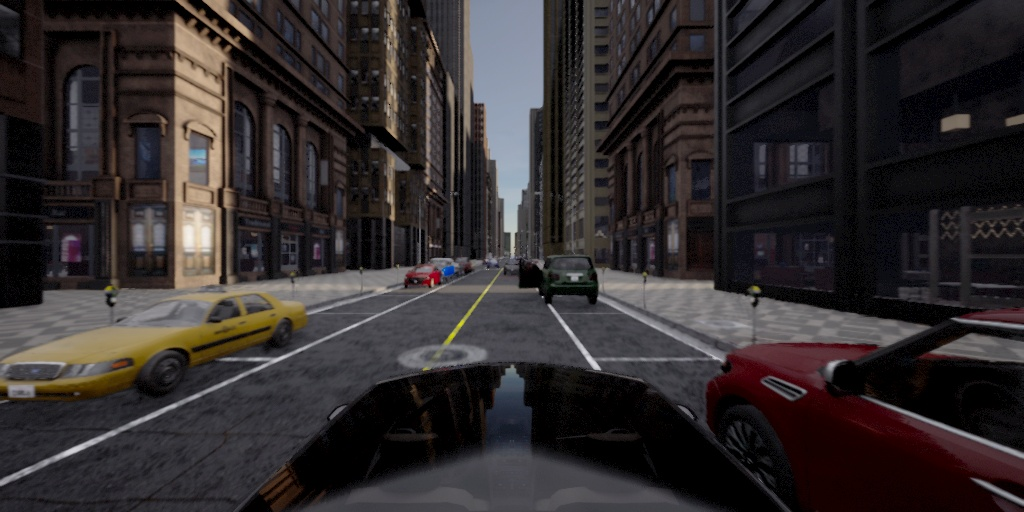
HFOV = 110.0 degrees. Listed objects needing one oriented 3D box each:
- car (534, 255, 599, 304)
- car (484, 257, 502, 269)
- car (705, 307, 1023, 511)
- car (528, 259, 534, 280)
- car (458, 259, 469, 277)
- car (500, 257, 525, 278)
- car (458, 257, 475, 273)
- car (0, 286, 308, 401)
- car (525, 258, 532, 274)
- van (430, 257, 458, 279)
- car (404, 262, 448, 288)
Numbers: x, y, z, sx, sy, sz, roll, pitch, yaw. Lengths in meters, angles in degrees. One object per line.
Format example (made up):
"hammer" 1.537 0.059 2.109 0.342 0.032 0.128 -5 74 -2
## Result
"car" 2.408 0.957 16.425 2.150 2.045 5.566 0 0 0
"car" -2.944 1.234 56.508 1.812 1.442 4.674 0 0 -1
"car" 2.763 1.065 1.173 2.192 1.841 5.009 0 0 0
"car" 2.793 1.248 35.055 1.751 1.417 4.829 0 0 0
"car" -5.732 1.273 34.880 2.007 1.370 4.403 0 0 0
"car" 0.061 1.212 38.546 2.128 1.511 4.902 0 0 1
"car" -5.727 1.033 40.499 2.192 1.841 5.009 0 0 0
"car" -5.757 1.271 6.618 1.751 1.417 4.829 0 0 0
"car" 2.803 1.296 46.123 1.802 1.307 4.207 0 0 0
"van" -5.737 1.068 29.262 1.690 1.789 3.998 0 0 0
"car" -5.742 1.276 23.643 1.888 1.381 4.507 0 0 0
